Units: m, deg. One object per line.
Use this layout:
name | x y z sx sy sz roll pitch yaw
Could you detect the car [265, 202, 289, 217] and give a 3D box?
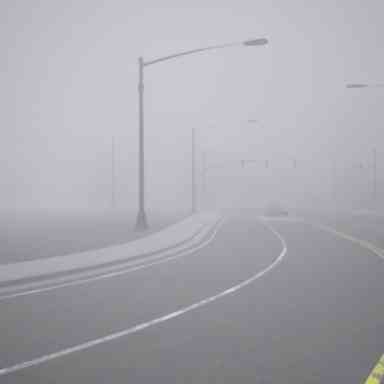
car | 8.704 1.756 34.284 1.812 1.442 4.674 0 -1 9
